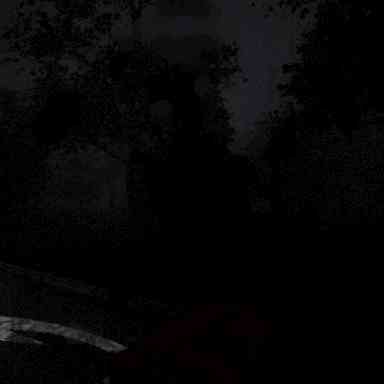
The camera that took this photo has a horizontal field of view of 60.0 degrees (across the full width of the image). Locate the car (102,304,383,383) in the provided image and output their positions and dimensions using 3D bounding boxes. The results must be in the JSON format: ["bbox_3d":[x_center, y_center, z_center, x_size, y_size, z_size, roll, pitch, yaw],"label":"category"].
[{"bbox_3d":[1.526,1.601,2.289,4.718,1.301,1.895,0,0,36],"label":"car"}]
